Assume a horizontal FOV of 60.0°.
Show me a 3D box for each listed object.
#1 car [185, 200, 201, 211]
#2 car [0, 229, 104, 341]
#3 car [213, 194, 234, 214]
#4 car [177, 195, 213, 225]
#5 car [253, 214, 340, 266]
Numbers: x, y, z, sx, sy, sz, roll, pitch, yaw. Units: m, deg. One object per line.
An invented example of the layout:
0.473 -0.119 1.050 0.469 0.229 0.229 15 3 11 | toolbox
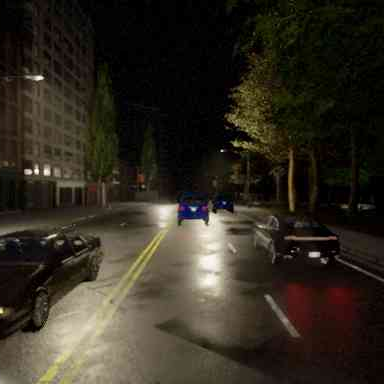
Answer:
0.094 1.672 42.099 1.895 1.301 4.718 0 0 0 | car
-3.349 1.550 7.076 2.033 1.411 5.357 0 0 0 | car
3.346 1.276 37.050 2.150 2.045 5.566 0 0 0 | car
0.098 1.248 24.286 2.150 2.045 5.566 0 0 0 | car
3.348 1.498 11.521 2.128 1.511 4.902 0 0 0 | car
